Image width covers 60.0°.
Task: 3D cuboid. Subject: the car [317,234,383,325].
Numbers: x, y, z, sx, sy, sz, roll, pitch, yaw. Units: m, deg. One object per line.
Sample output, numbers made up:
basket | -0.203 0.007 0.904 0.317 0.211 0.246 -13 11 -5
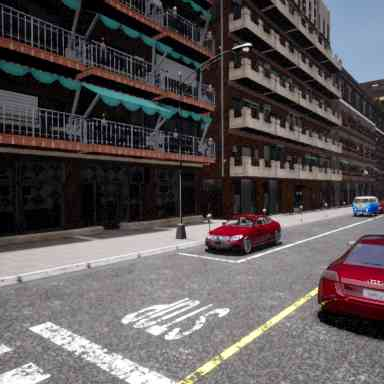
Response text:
car | 4.086 1.561 6.722 1.994 1.385 4.181 0 0 39

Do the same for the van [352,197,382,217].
van | 16.156 1.327 30.948 1.690 1.788 3.998 -1 -1 39

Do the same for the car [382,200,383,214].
car | 19.690 1.567 35.374 1.802 1.307 4.206 -1 -1 39

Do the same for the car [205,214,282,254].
car | 2.227 1.573 13.480 1.802 1.307 4.206 -1 -1 39
